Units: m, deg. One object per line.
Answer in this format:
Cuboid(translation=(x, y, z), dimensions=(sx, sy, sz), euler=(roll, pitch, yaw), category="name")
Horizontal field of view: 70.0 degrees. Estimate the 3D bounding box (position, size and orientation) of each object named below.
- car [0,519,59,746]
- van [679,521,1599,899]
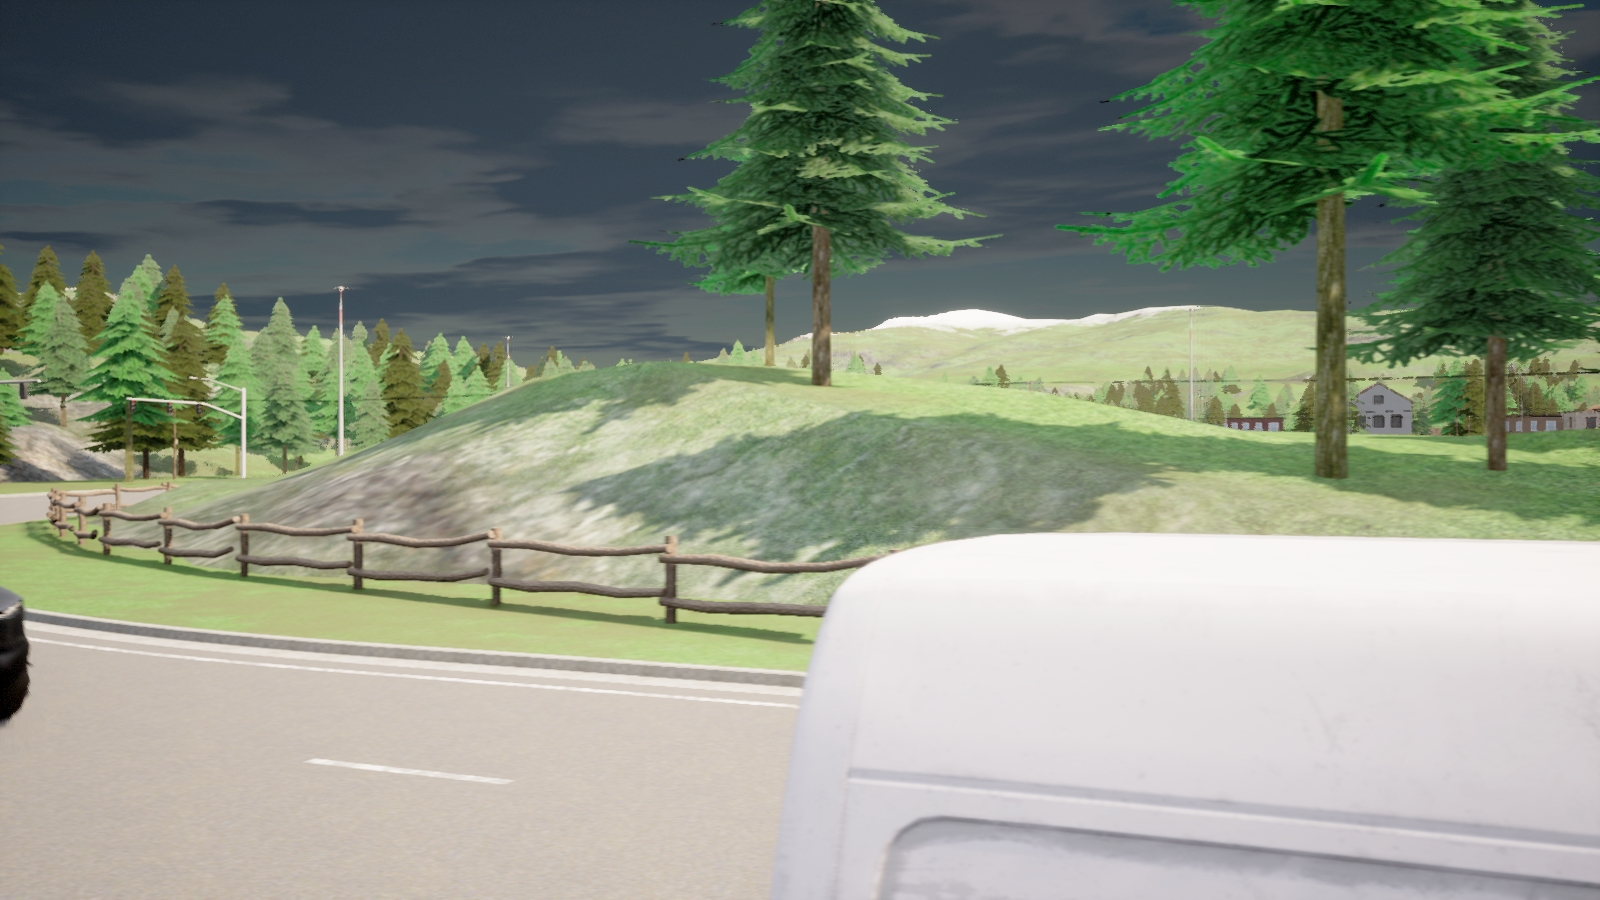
Cuboid(translation=(-10.700, 1.768, 11.709), dimensions=(6.274, 2.098, 2.390), euler=(0, 0, 27), category="car")
Cuboid(translation=(2.879, 1.533, 2.244), dimensions=(5.915, 2.561, 1.988), euler=(0, 0, 19), category="van")
